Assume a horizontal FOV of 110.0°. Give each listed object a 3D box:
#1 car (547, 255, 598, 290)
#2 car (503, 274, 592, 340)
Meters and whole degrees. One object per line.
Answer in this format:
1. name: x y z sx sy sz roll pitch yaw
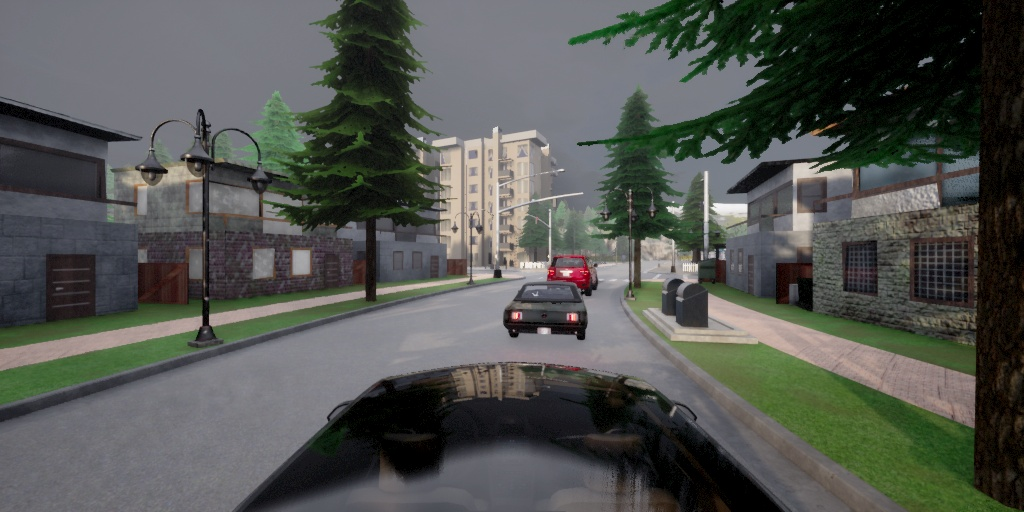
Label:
1. car: 3.379 0.971 19.519 2.150 2.045 5.566 0 0 18
2. car: 1.076 1.351 10.025 1.895 1.301 4.718 0 0 9
